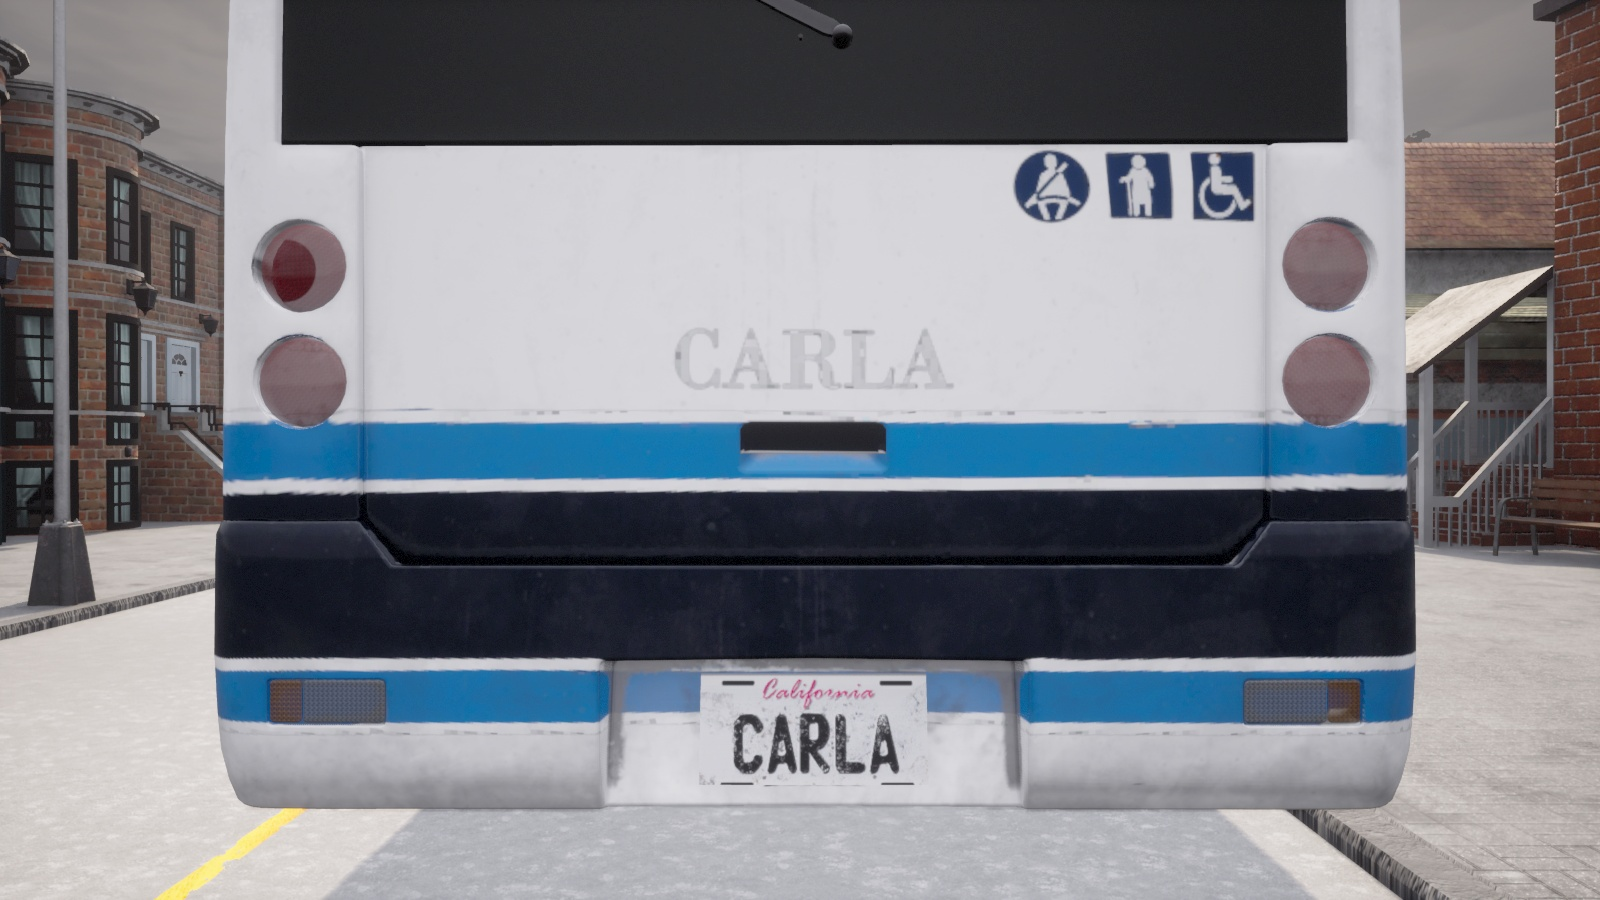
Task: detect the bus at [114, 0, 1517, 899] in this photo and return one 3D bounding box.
[{"bbox_3d":[0.066,-0.679,8.669,3.944,4.253,10.273,0,0,0],"label":"bus"}]
